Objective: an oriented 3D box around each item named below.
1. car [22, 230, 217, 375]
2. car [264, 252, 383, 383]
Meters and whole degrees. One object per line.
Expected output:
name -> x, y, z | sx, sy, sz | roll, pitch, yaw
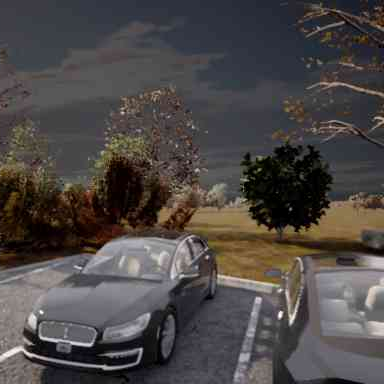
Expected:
car -> -0.778, 1.510, 6.064 | 2.231, 1.521, 4.892 | 0, -1, 16
car -> 1.979, 1.490, 4.084 | 2.231, 1.521, 4.892 | 0, -1, 15
